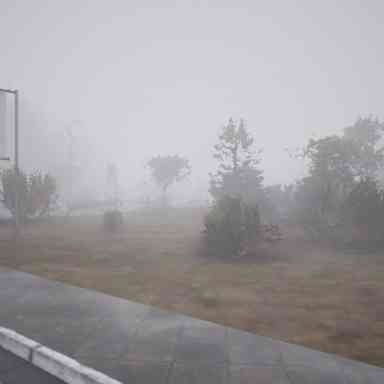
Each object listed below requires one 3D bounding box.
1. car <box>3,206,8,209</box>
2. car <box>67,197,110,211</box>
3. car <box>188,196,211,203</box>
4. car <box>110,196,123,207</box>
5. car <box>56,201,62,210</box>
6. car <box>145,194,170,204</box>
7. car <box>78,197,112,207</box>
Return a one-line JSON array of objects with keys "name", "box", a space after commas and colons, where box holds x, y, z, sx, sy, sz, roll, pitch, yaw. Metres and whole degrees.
[{"name": "car", "box": [-20.776, 1.542, 42.137, 2.033, 1.411, 5.357, 0, 0, 39]}, {"name": "car", "box": [-12.789, 1.335, 40.607, 2.097, 1.767, 4.553, 0, 0, 39]}, {"name": "car", "box": [1.368, 1.297, 58.690, 1.895, 1.301, 4.718, 0, 1, 36]}, {"name": "car", "box": [-12.158, 1.423, 47.332, 1.882, 1.535, 5.008, 0, 1, 39]}, {"name": "car", "box": [-17.998, 1.521, 40.005, 1.812, 1.442, 4.674, 0, 0, 39]}, {"name": "car", "box": [-5.825, 1.175, 55.274, 2.097, 1.767, 4.553, 0, 1, 39]}, {"name": "car", "box": [-14.483, 1.465, 50.041, 1.812, 1.442, 4.674, 0, 0, 39]}]
